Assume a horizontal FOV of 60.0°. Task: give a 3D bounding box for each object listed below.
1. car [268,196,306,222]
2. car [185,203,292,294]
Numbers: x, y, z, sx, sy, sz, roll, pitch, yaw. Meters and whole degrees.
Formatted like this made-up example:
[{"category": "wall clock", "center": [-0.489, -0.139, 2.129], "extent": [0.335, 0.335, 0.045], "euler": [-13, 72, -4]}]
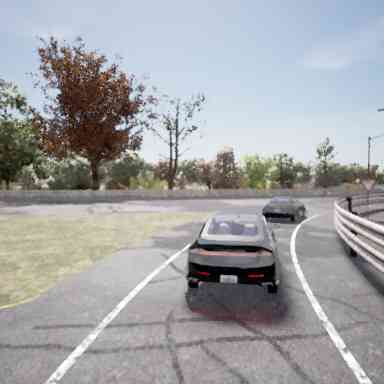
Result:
[{"category": "car", "center": [5.768, 0.956, 20.662], "extent": [1.994, 1.385, 4.181], "euler": [1, 2, 28]}, {"category": "car", "center": [1.117, 1.246, 8.216], "extent": [2.128, 1.511, 4.902], "euler": [0, 2, 11]}]
